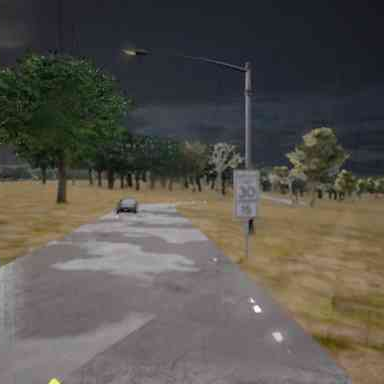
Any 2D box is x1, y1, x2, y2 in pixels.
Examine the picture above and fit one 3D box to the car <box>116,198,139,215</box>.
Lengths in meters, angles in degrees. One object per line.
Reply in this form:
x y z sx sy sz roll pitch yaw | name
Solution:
-6.123 1.328 31.837 1.882 1.535 5.008 0 0 -6 | car
